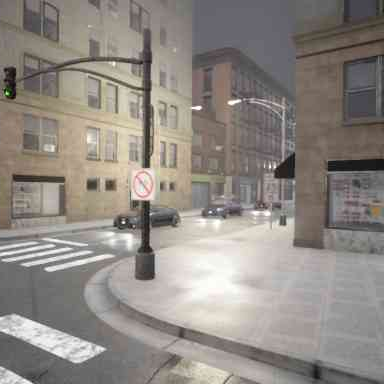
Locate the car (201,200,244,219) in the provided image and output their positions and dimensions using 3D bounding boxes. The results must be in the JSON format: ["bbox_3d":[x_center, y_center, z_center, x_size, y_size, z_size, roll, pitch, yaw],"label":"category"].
[{"bbox_3d":[2.463,1.296,26.277,1.994,1.385,4.181,1,1,34],"label":"car"}]

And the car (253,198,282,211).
[{"bbox_3d":[7.962,1.190,34.502,1.994,1.385,4.181,1,1,34],"label":"car"}]

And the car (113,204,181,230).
[{"bbox_3d":[-2.452,1.387,18.910,1.994,1.385,4.181,1,1,34],"label":"car"}]
